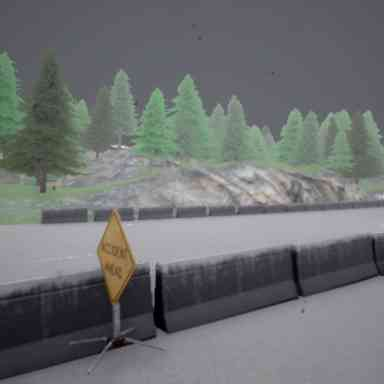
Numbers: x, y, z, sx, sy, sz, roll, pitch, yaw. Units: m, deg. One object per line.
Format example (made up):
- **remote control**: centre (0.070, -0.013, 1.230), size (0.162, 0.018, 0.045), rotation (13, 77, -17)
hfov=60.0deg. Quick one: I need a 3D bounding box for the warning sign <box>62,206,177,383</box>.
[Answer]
- **warning sign**: centre (-1.005, 1.149, 4.451), size (1.060, 1.860, 1.300), rotation (1, -1, -36)
